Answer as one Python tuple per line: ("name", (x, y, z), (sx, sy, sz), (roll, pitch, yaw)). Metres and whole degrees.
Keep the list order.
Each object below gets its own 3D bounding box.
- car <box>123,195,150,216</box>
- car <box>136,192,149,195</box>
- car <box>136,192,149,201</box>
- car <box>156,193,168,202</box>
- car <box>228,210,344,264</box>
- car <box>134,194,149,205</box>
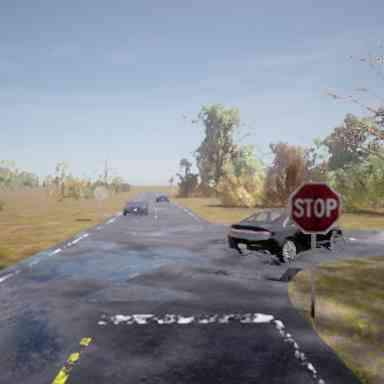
("car", (-4.733, 1.214, 28.464), (1.994, 1.385, 4.181), (0, 1, -6))
("car", (-5.737, 1.070, 37.052), (1.812, 1.442, 4.674), (0, 1, -8))
("car", (-8.969, 0.748, 60.355), (2.128, 1.511, 4.902), (0, 1, -8))
("car", (-4.782, 0.872, 53.087), (1.812, 1.442, 4.674), (0, 1, -8))
("car", (3.349, 1.357, 11.358), (4.902, 1.511, 2.128), (-1, 0, -40))
("car", (-7.097, 0.987, 46.817), (1.994, 1.385, 4.181), (0, 1, -8))
